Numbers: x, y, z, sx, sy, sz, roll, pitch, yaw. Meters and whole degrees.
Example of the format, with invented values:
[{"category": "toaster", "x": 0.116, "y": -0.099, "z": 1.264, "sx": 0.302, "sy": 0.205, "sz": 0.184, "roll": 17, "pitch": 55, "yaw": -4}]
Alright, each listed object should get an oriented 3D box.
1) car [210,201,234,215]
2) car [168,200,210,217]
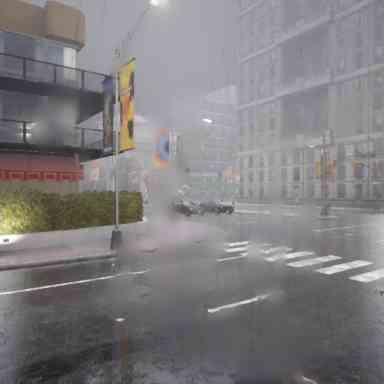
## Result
[{"category": "car", "x": 2.204, "y": 1.601, "z": 34.094, "sx": 1.895, "sy": 1.301, "sz": 4.718, "roll": 0, "pitch": 0, "yaw": -35}, {"category": "car", "x": -0.647, "y": 1.526, "z": 32.065, "sx": 1.812, "sy": 1.442, "sz": 4.674, "roll": 0, "pitch": 0, "yaw": -35}]
